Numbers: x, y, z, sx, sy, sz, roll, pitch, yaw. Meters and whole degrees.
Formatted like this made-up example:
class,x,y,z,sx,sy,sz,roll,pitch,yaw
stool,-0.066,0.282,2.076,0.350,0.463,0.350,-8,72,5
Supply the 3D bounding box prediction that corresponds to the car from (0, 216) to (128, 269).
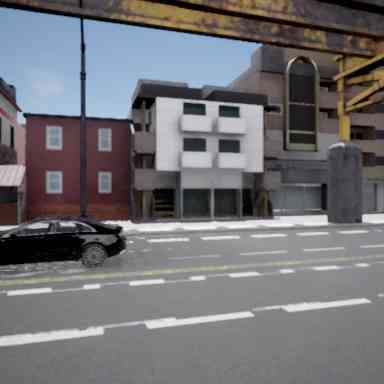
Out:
class,x,y,z,sx,sy,sz,roll,pitch,yaw
car,-4.474,1.513,10.231,4.902,1.511,2.128,0,0,-17
